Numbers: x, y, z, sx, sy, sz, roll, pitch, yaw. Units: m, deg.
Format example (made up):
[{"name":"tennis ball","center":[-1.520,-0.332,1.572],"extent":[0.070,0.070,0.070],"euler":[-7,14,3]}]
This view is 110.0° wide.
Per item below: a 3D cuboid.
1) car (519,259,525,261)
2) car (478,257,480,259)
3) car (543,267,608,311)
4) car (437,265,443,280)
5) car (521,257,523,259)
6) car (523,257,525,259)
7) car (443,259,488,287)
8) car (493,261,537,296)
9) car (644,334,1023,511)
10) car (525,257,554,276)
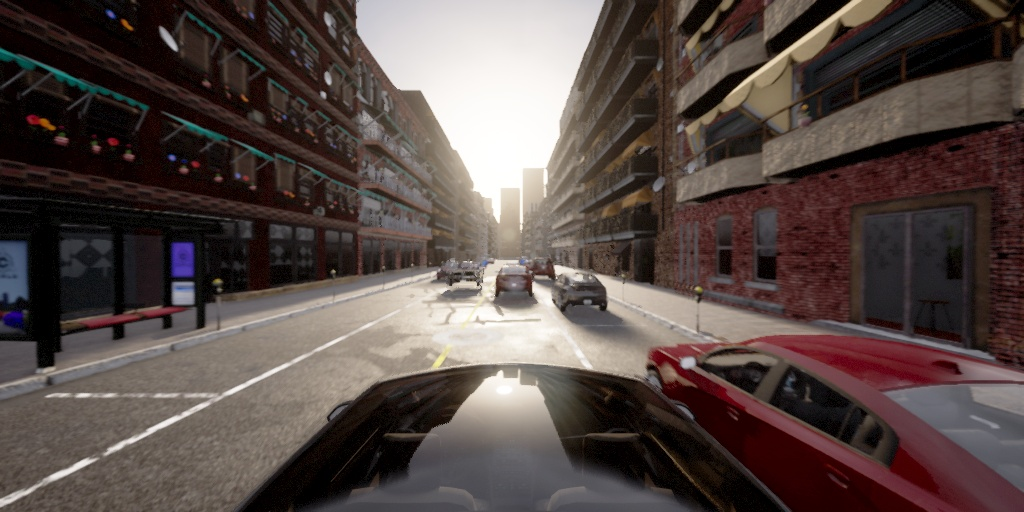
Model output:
[{"name":"car","center":[0.098,1.263,36.293],"extent":[1.812,1.442,4.674],"euler":[0,0,0]},{"name":"car","center":[-5.320,1.176,42.681],"extent":[1.967,1.591,4.097],"euler":[0,0,0]},{"name":"car","center":[2.531,1.295,14.152],"extent":[2.007,1.370,4.403],"euler":[0,0,0]},{"name":"car","center":[-5.319,1.178,31.378],"extent":[1.967,1.591,4.097],"euler":[0,0,0]},{"name":"car","center":[2.560,1.280,53.802],"extent":[1.888,1.381,4.507],"euler":[0,0,0]},{"name":"car","center":[2.565,1.176,42.474],"extent":[1.967,1.591,4.097],"euler":[0,0,0]},{"name":"car","center":[-2.752,1.054,22.366],"extent":[1.895,1.301,4.718],"euler":[0,0,0]},{"name":"car","center":[0.099,1.220,19.444],"extent":[1.882,1.535,5.008],"euler":[0,0,0]},{"name":"car","center":[2.532,1.295,2.823],"extent":[1.888,1.381,4.507],"euler":[0,0,0]},{"name":"car","center":[2.551,1.053,31.145],"extent":[2.192,1.841,5.009],"euler":[0,0,0]}]
